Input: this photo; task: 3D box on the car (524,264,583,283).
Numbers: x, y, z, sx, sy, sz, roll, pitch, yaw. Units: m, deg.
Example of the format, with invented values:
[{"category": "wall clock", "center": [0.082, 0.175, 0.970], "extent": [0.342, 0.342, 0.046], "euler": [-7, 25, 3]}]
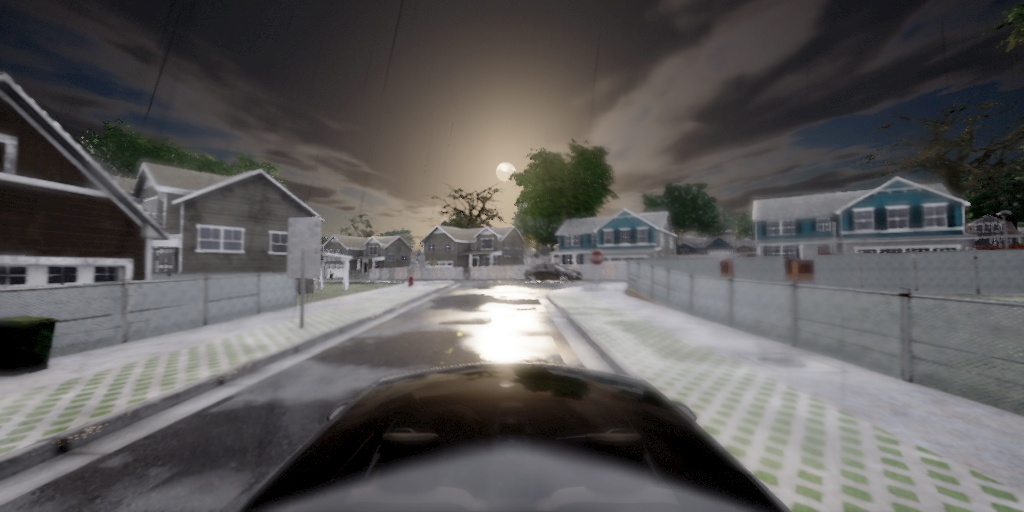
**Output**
[{"category": "car", "center": [3.308, 1.394, 29.162], "extent": [4.892, 1.490, 1.837], "euler": [-2, -3, 35]}]

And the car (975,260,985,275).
[{"category": "car", "center": [22.726, 0.586, 15.160], "extent": [4.892, 1.490, 1.837], "euler": [-2, -3, 38]}]
